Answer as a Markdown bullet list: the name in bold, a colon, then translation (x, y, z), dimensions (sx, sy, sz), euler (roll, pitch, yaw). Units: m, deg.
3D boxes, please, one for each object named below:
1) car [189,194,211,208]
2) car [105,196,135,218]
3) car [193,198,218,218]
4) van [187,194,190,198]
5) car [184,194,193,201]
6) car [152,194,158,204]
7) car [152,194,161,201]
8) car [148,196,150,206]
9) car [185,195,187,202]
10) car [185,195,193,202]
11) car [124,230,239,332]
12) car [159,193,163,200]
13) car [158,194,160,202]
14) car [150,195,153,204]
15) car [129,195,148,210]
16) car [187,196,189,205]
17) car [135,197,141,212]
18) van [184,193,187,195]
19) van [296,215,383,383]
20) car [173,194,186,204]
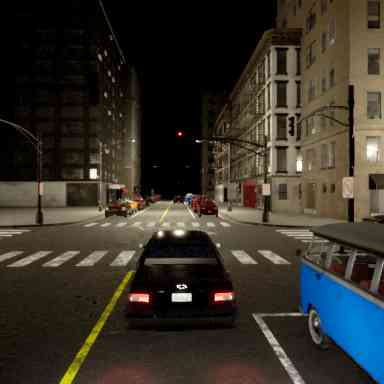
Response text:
- **car**: translation (1.155, 1.315, 35.949), dimensions (2.192, 1.841, 5.009), euler (0, 0, -2)
- **car**: translation (-6.631, 1.440, 30.201), dimensions (1.967, 1.590, 4.097), euler (0, 0, -2)
- **car**: translation (1.386, 1.545, 30.544), dimensions (1.887, 1.381, 4.507), euler (0, 0, -2)
- **van**: translation (0.461, 1.339, 52.163), dimensions (1.690, 1.788, 3.998), euler (0, 0, -2)
- **car**: translation (-0.928, 1.427, 84.589), dimensions (1.967, 1.590, 4.097), euler (0, 0, -2)
- **car**: translation (-8.020, 1.545, 62.629), dimensions (2.008, 1.369, 4.403), euler (0, 0, -2)
- **car**: translation (-8.946, 1.427, 84.246), dimensions (1.967, 1.590, 4.097), euler (0, 0, -2)
- **car**: translation (-7.319, 1.525, 46.245), dimensions (1.752, 1.417, 4.829), euler (0, 0, -2)
- **car**: translation (0.229, 1.562, 57.567), dimensions (1.947, 1.339, 4.313), euler (0, 0, -2)
- **car**: translation (-0.704, 1.514, 79.355), dimensions (1.752, 1.417, 4.829), euler (0, 0, -2)
- **car**: translation (-0.256, 1.547, 7.245), dimensions (2.033, 1.411, 5.357), euler (0, 0, -2)
- **car**: translation (-8.715, 1.304, 78.842), dimensions (2.192, 1.841, 5.009), euler (0, 0, -2)
- **car**: translation (-8.252, 1.558, 68.033), dimensions (1.947, 1.339, 4.313), euler (0, 0, -2)
- **car**: translation (-7.557, 1.564, 51.819), dimensions (1.947, 1.339, 4.313), euler (0, 0, -2)
- **car**: translation (-7.094, 1.315, 41.010), dimensions (2.192, 1.841, 5.009), euler (0, 0, -2)
- **car**: translation (0.692, 1.544, 46.758), dimensions (1.887, 1.381, 4.507), euler (0, 0, -2)
- **car**: translation (-6.856, 1.526, 35.435), dimensions (1.752, 1.417, 4.829), euler (0, 0, -2)
- **van**: translation (-0.465, 1.332, 73.780), dimensions (1.690, 1.788, 3.998), euler (0, 0, -2)
- **van**: translation (2.537, 1.341, 3.689), dimensions (1.690, 1.788, 3.998), euler (0, 0, -2)
- **car**: translation (-2.480, 1.521, 61.340), dimensions (1.812, 1.442, 4.674), euler (0, 0, -3)
